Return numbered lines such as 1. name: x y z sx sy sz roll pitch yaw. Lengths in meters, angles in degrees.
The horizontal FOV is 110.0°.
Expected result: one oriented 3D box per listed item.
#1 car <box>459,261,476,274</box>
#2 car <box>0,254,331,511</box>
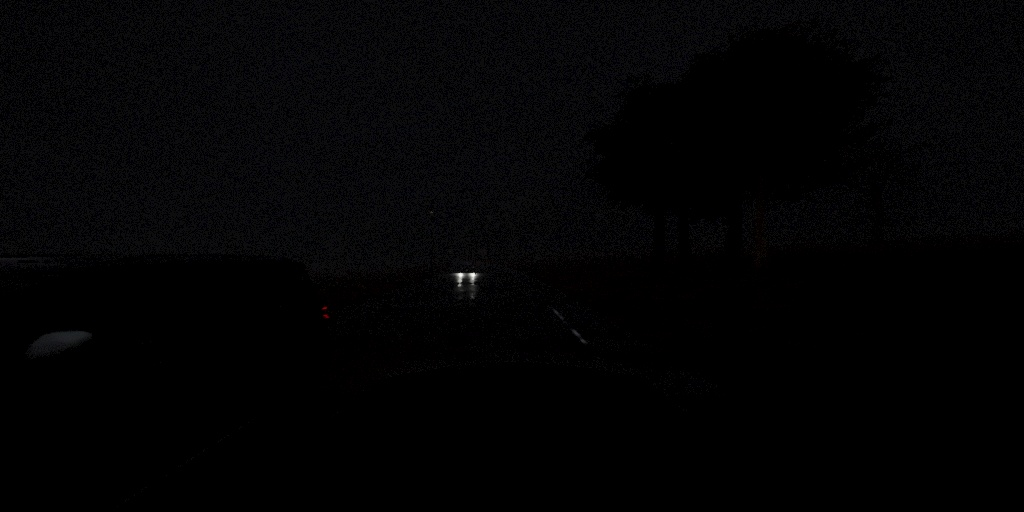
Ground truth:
1. car: -5.506 1.376 44.512 1.812 1.442 4.674 0 0 -5
2. car: -3.617 0.988 2.804 2.150 2.045 5.566 0 -1 0
